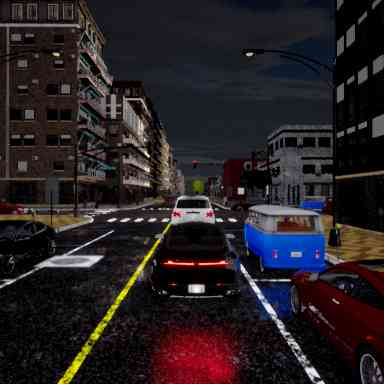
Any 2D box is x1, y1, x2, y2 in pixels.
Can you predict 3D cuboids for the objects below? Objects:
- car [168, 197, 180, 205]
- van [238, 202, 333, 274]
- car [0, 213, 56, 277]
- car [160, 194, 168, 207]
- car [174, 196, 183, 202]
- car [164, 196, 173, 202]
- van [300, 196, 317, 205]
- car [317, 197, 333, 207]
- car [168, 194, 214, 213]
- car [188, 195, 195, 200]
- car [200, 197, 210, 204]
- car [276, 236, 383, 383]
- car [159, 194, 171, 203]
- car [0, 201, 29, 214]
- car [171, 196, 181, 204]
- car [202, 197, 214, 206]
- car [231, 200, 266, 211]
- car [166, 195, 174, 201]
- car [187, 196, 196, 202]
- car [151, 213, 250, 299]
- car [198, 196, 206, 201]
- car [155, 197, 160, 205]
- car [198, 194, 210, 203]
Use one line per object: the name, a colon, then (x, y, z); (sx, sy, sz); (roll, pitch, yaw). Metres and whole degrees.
car: (-3.199, 1.642, 59.063); (1.895, 1.301, 4.718); (0, 0, 0)
van: (2.639, 1.342, 10.265); (1.690, 1.788, 3.998); (0, 0, 0)
car: (-5.709, 1.567, 10.273); (1.947, 1.339, 4.313); (0, 0, 0)
car: (-3.204, 1.382, 50.120); (2.097, 1.767, 4.553); (0, 0, 0)
car: (-3.164, 1.624, 78.135); (1.994, 1.385, 4.181); (0, 0, 0)
car: (-5.861, 1.631, 82.730); (2.008, 1.369, 4.403); (0, 0, 0)
van: (14.817, 1.426, 39.562); (3.998, 1.788, 1.690); (0, 0, 0)
car: (14.857, 1.359, 31.182); (5.009, 1.841, 2.192); (0, 0, 0)
car: (0.051, 1.225, 18.448); (2.150, 2.045, 5.566); (0, 0, 0)
car: (-0.191, 1.584, 91.885); (1.895, 1.301, 4.718); (0, 0, 0)
car: (2.555, 1.633, 66.130); (1.802, 1.307, 4.206); (0, 0, 0)
car: (2.651, 1.582, 4.576); (1.802, 1.307, 4.206); (0, 0, 0)
car: (-5.836, 1.375, 71.652); (2.192, 1.841, 5.009); (0, 0, 0)
car: (-17.531, 1.535, 31.034); (4.206, 1.307, 1.802); (0, 0, 0)
car: (-3.156, 1.580, 68.119); (1.812, 1.442, 4.674); (0, 0, 0)
car: (2.578, 1.562, 55.222); (1.752, 1.417, 4.829); (0, 0, 0)
car: (7.096, 1.599, 37.533); (5.357, 1.411, 2.033); (0, 0, 9)
car: (-5.872, 1.617, 88.099); (1.752, 1.417, 4.829); (0, 0, 0)
car: (-0.170, 1.618, 81.435); (2.033, 1.411, 5.357); (0, 0, 0)
car: (0.080, 1.506, 8.447); (1.837, 1.490, 4.892); (0, 0, 0)
car: (2.508, 1.643, 88.287); (2.008, 1.369, 4.403); (0, 0, 0)
car: (-5.814, 1.569, 60.402); (1.752, 1.417, 4.829); (0, 0, 0)
car: (2.544, 1.375, 71.670); (2.192, 1.841, 5.009); (0, 0, 0)
